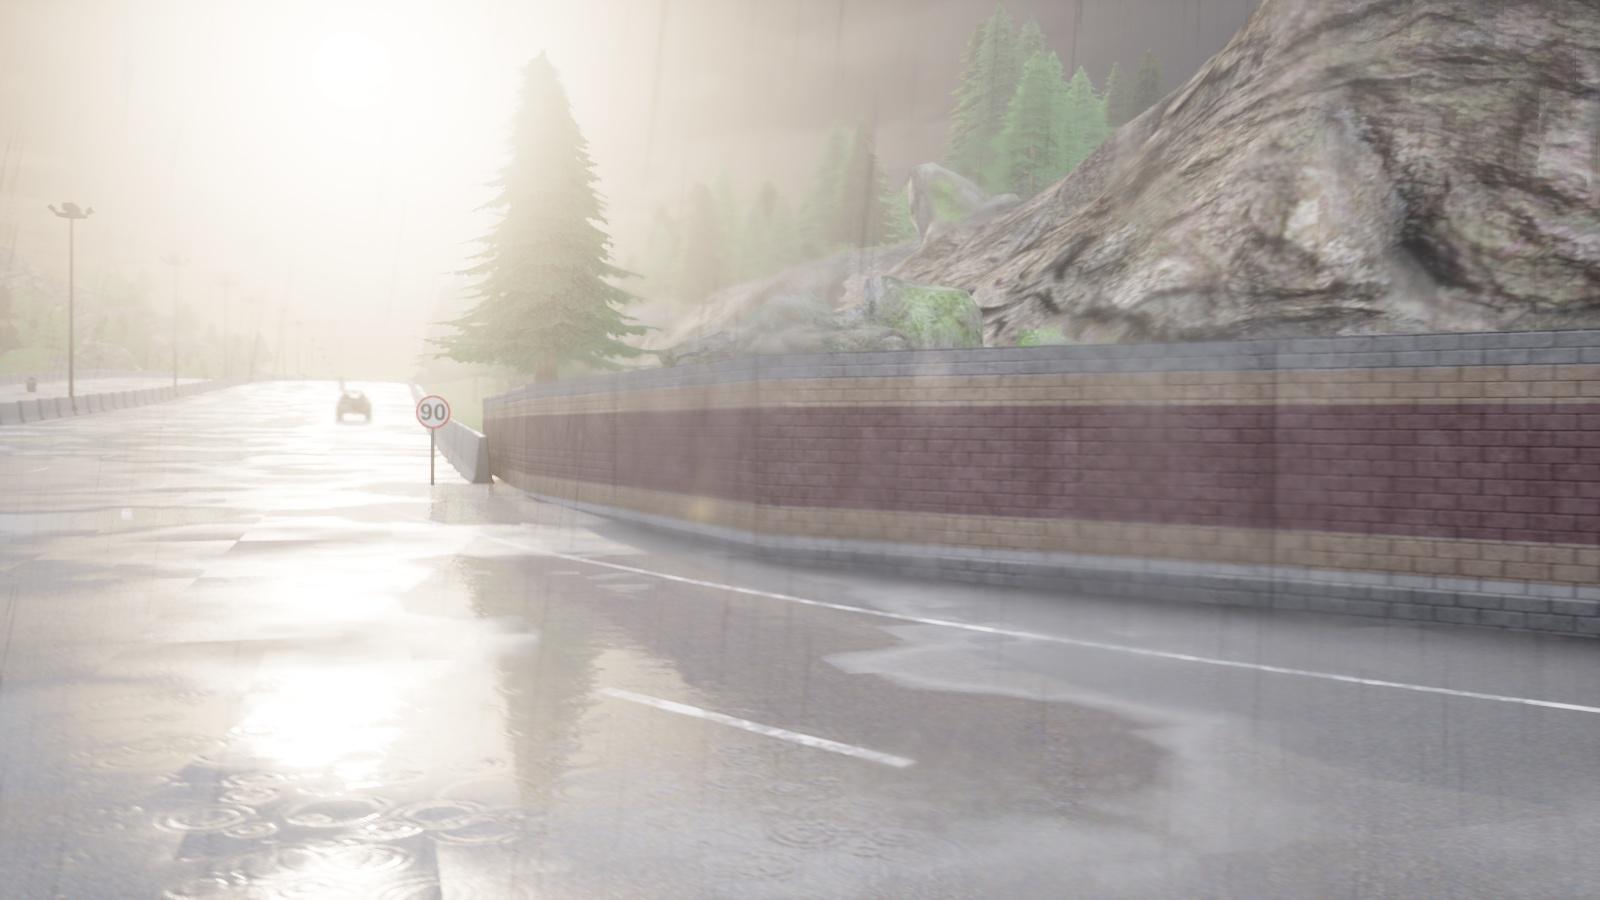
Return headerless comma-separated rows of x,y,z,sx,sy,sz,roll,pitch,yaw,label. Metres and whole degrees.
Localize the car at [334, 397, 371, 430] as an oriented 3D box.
-27.220,-2.246,76.532,1.932,1.855,4.605,-1,3,-18,car
